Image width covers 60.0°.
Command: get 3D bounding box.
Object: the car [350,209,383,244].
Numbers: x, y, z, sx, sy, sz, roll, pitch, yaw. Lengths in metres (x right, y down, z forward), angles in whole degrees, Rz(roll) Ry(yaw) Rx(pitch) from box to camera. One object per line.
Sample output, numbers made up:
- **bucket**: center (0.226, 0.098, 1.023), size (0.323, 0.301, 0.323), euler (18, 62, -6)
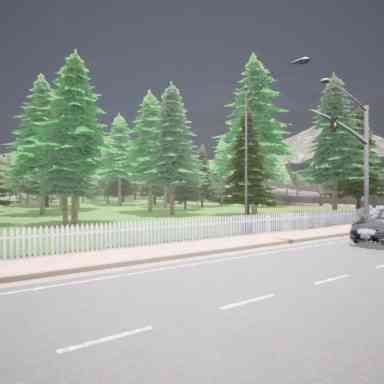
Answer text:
- **car**: center (8.837, 1.491, 14.539), size (4.902, 1.511, 2.128), euler (0, 0, -35)
